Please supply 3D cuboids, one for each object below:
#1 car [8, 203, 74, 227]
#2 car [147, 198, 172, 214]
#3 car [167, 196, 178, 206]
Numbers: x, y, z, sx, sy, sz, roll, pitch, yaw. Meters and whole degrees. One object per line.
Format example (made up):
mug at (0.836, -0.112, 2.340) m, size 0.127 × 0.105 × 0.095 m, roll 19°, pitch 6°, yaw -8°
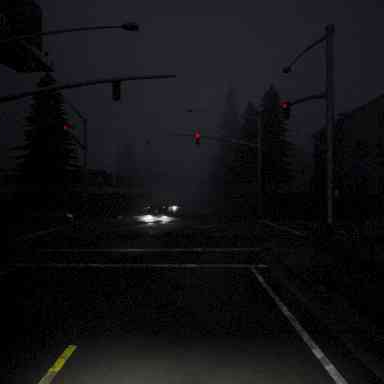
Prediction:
car at (-9.858, 1.430, 21.603) m, size 4.181 × 1.385 × 1.994 m, roll 3°, pitch 0°, yaw -5°
car at (-3.499, 1.601, 34.733) m, size 1.895 × 1.301 × 4.718 m, roll 0°, pitch 0°, yaw 0°
car at (-3.377, 1.492, 55.410) m, size 2.128 × 1.511 × 4.902 m, roll 0°, pitch 0°, yaw 1°
